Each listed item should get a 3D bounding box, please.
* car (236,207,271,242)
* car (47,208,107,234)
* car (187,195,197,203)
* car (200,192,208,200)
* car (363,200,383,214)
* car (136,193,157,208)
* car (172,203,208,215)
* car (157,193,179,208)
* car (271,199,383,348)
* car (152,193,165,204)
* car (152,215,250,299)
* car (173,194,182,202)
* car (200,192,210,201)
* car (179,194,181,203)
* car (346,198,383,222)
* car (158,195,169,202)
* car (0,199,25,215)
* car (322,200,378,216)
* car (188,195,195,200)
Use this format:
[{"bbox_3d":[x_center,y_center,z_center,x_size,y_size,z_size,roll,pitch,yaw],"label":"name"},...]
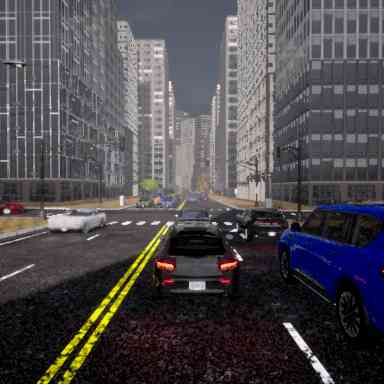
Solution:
[{"bbox_3d":[3.335,1.496,16.294,1.837,1.490,4.892,0,0,0],"label":"car"},{"bbox_3d":[-6.457,1.590,19.144,1.895,1.301,4.718,0,0,1],"label":"car"},{"bbox_3d":[0.038,1.492,66.519,2.033,1.411,5.357,0,0,0],"label":"car"},{"bbox_3d":[3.164,0.968,89.640,2.150,2.045,5.566,0,0,0],"label":"car"},{"bbox_3d":[21.774,1.643,36.707,4.829,1.417,1.752,1,0,1],"label":"car"},{"bbox_3d":[-6.673,1.318,47.853,2.097,1.767,4.553,0,0,1],"label":"car"},{"bbox_3d":[0.085,1.538,17.564,2.033,1.411,5.357,0,0,0],"label":"car"},{"bbox_3d":[-3.391,1.318,47.902,2.097,1.767,4.553,0,0,0],"label":"car"},{"bbox_3d":[3.347,1.218,6.434,2.150,2.045,5.566,0,0,0],"label":"car"},{"bbox_3d":[-6.594,1.166,66.020,2.150,2.045,5.566,0,0,1],"label":"car"},{"bbox_3d":[0.091,1.522,8.290,1.812,1.442,4.674,0,0,0],"label":"car"},{"bbox_3d":[-3.325,1.285,77.398,2.097,1.767,4.553,0,0,0],"label":"car"},{"bbox_3d":[3.174,1.443,79.610,1.812,1.442,4.674,0,0,0],"label":"car"},{"bbox_3d":[-3.390,1.503,57.374,2.033,1.411,5.357,0,0,0],"label":"car"},{"bbox_3d":[16.174,1.520,28.416,5.009,1.841,2.192,1,0,1],"label":"car"},{"bbox_3d":[-6.574,1.471,76.500,2.033,1.411,5.357,0,0,0],"label":"car"},{"bbox_3d":[-18.545,1.330,31.531,5.008,1.535,1.882,1,1,1],"label":"car"},{"bbox_3d":[16.193,1.616,34.201,4.892,1.490,1.837,0,1,0],"label":"car"},{"bbox_3d":[-0.087,1.461,90.723,1.994,1.385,4.181,0,0,0],"label":"car"}]
